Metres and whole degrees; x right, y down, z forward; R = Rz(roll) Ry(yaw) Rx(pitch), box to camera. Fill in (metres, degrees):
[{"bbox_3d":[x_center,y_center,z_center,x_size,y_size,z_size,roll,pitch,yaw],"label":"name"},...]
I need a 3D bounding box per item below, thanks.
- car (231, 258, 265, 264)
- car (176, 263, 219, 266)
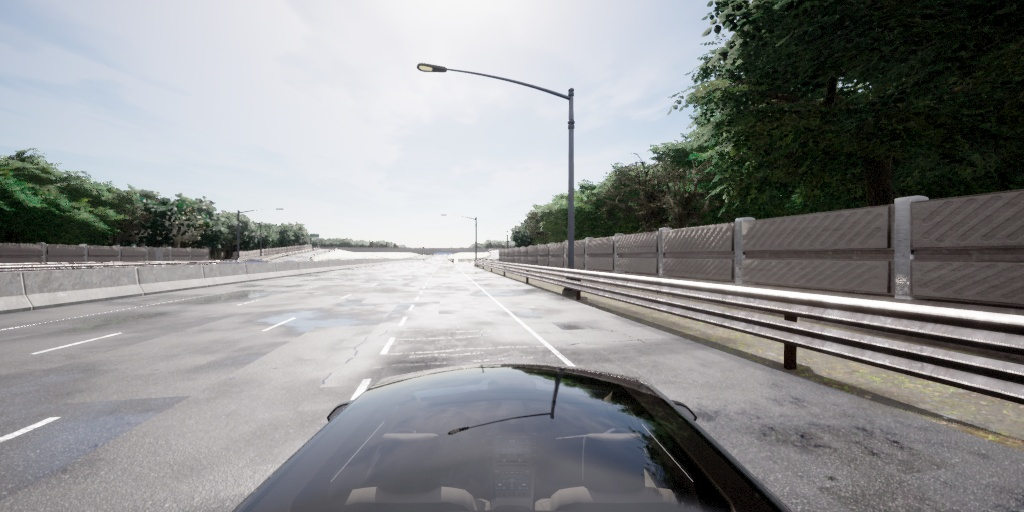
[{"bbox_3d":[-37.879,1.149,52.056,2.097,1.767,4.553,0,0,-10],"label":"car"},{"bbox_3d":[-26.509,1.327,29.195,1.994,1.385,4.181,0,0,-11],"label":"car"}]
